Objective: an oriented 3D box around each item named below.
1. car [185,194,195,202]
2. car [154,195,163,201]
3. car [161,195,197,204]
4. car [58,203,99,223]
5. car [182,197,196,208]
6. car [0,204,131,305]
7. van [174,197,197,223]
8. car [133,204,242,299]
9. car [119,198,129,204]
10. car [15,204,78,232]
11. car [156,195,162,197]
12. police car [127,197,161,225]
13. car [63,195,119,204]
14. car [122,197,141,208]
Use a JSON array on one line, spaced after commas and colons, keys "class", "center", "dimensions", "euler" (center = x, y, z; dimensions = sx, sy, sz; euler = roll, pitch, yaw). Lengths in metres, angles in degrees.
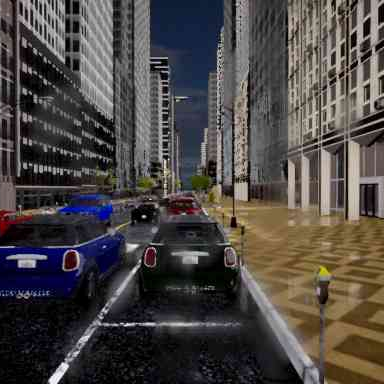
[{"class": "car", "center": [-0.465, 1.298, 77.509], "dimensions": [2.192, 1.841, 5.009], "euler": [-1, 0, 0]}, {"class": "car", "center": [-8.844, 1.545, 88.876], "dimensions": [1.947, 1.339, 4.313], "euler": [-1, 0, 0]}, {"class": "car", "center": [-0.465, 1.311, 20.672], "dimensions": [2.192, 1.841, 5.009], "euler": [-1, 0, 0]}, {"class": "car", "center": [-8.843, 1.577, 26.356], "dimensions": [1.802, 1.307, 4.206], "euler": [-1, 0, 0]}, {"class": "car", "center": [-0.463, 1.541, 49.090], "dimensions": [2.008, 1.369, 4.403], "euler": [-1, 0, 0]}, {"class": "car", "center": [-3.048, 1.350, 8.271], "dimensions": [2.097, 1.767, 4.553], "euler": [0, 0, 0]}, {"class": "van", "center": [-0.465, 1.336, 26.356], "dimensions": [1.690, 1.788, 3.998], "euler": [-1, 0, 0]}, {"class": "car", "center": [-0.033, 1.351, 8.621], "dimensions": [2.097, 1.767, 4.553], "euler": [0, 0, 0]}, {"class": "car", "center": [-8.844, 1.544, 37.723], "dimensions": [2.008, 1.369, 4.403], "euler": [-1, 0, 0]}, {"class": "car", "center": [-8.844, 1.547, 20.672], "dimensions": [2.008, 1.369, 4.403], "euler": [-1, 0, 0]}, {"class": "car", "center": [-3.046, 1.498, 39.835], "dimensions": [1.837, 1.490, 4.892], "euler": [0, 0, 0]}, {"class": "police car", "center": [-3.146, 1.421, 24.353], "dimensions": [1.930, 1.638, 5.238], "euler": [0, 0, 0]}, {"class": "car", "center": [-6.245, 1.218, 19.986], "dimensions": [2.150, 2.045, 5.566], "euler": [0, 0, 0]}, {"class": "car", "center": [-8.843, 1.541, 49.090], "dimensions": [2.008, 1.369, 4.403], "euler": [-1, 0, 0]}]
